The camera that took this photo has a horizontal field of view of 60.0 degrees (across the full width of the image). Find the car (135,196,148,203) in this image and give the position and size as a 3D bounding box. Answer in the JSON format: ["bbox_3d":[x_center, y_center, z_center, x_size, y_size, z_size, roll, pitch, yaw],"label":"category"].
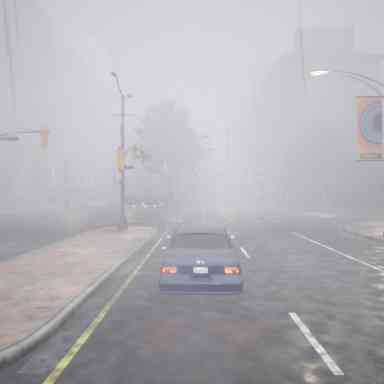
[{"bbox_3d":[-10.281,1.505,67.992,1.837,1.490,4.892,0,0,1],"label":"car"}]

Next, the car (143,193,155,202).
[{"bbox_3d":[-10.079,1.225,78.678,2.150,2.045,5.566,0,0,1],"label":"car"}]

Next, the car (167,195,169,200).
[{"bbox_3d":[-6.618,1.525,76.487,2.128,1.511,4.902,0,0,1],"label":"car"}]

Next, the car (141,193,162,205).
[{"bbox_3d":[-7.037,1.352,57.941,2.097,1.767,4.553,0,0,1],"label":"car"}]

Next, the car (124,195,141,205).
[{"bbox_3d":[-10.537,1.352,57.817,2.097,1.767,4.553,0,0,1],"label":"car"}]

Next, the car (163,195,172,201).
[{"bbox_3d":[-6.434,1.478,86.581,1.882,1.535,5.008,0,0,1],"label":"car"}]

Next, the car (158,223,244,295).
[{"bbox_3d":[0.225,1.547,8.891,2.033,1.411,5.357,0,0,1],"label":"car"}]

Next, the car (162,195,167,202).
[{"bbox_3d":[-6.824,1.352,66.713,2.097,1.767,4.553,0,0,1],"label":"car"}]

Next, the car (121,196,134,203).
[{"bbox_3d":[-13.491,1.595,69.781,1.895,1.301,4.718,0,0,1],"label":"car"}]
